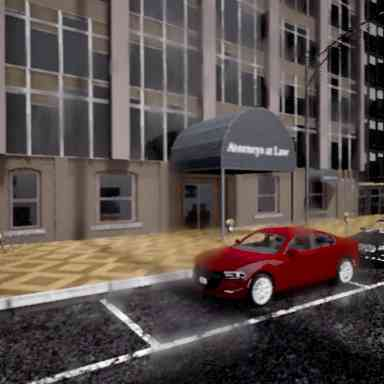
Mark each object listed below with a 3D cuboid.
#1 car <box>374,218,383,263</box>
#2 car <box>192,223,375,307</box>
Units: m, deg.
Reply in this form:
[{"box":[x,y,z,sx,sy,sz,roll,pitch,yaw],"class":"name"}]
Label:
[{"box":[6.852,1.520,10.969,4.403,1.369,2.008,0,0,-33],"class":"car"},{"box":[2.104,1.511,7.844,4.507,1.381,1.887,0,0,-33],"class":"car"}]
